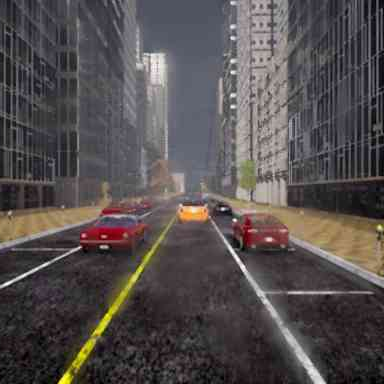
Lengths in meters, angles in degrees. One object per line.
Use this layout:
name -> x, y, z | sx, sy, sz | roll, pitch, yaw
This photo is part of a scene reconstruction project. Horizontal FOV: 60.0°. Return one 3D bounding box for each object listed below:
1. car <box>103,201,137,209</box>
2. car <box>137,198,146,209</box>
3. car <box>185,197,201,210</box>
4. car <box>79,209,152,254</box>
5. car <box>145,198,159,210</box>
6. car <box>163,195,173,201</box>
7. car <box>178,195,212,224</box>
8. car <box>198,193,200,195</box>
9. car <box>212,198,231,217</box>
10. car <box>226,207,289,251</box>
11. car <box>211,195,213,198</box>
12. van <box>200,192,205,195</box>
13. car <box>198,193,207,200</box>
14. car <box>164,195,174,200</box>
car -> -5.676, 1.499, 25.233 | 1.887, 1.381, 4.507 | 0, 0, 0
car -> -5.674, 1.523, 30.926 | 1.802, 1.307, 4.206 | 0, 0, 0
car -> 0.121, 1.441, 41.620 | 1.812, 1.442, 4.674 | 0, 0, 0
car -> -2.993, 1.579, 13.564 | 1.895, 1.301, 4.718 | 0, 0, 0
car -> -5.668, 1.458, 42.311 | 1.887, 1.381, 4.507 | 0, 0, 0
car -> -5.651, 1.339, 76.297 | 1.752, 1.417, 4.829 | 0, 0, 0
car -> 0.113, 1.308, 24.407 | 2.097, 1.767, 4.553 | 0, 0, 0
car -> 2.724, 1.290, 65.068 | 1.967, 1.590, 4.097 | 0, 0, 0
car -> 2.707, 1.507, 30.915 | 1.947, 1.339, 4.313 | 0, 0, 0
car -> 2.699, 1.522, 13.838 | 1.887, 1.381, 4.507 | 0, 0, 0
car -> 2.713, 1.479, 42.299 | 1.947, 1.339, 4.313 | 0, 0, 0
van -> 2.722, 1.208, 59.376 | 1.690, 1.788, 3.998 | 0, 0, 0
car -> 2.736, 1.089, 87.836 | 2.192, 1.841, 5.009 | 0, 0, 0
car -> -5.648, 1.345, 82.160 | 2.008, 1.369, 4.403 | 0, 0, 0
